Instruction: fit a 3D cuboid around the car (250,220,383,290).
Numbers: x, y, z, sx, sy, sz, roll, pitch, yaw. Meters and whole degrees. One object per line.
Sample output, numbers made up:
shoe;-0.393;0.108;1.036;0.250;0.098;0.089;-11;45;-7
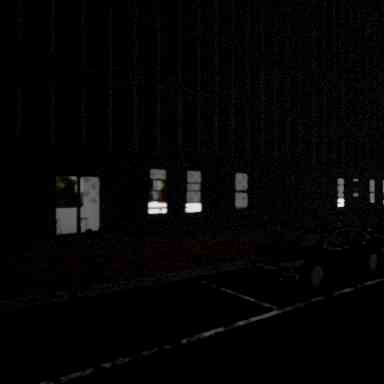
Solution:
car;3.479;1.558;9.040;4.403;1.369;2.008;0;0;-35
